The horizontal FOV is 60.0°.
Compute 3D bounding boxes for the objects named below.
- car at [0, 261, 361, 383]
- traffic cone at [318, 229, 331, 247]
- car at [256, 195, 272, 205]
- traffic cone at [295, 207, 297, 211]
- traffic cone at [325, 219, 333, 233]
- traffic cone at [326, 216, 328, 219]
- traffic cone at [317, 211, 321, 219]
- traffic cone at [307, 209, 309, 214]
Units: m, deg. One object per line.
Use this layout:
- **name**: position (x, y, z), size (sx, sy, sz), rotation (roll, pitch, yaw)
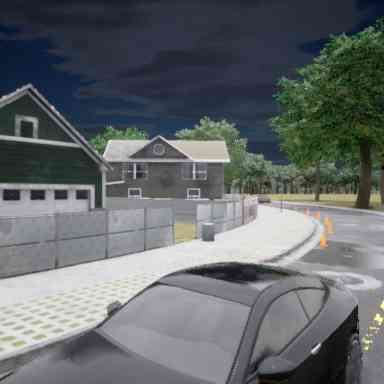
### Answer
- **car**: position (0.243, 1.525, 3.239), size (1.812, 1.442, 4.674), rotation (0, 0, 41)
- **traffic cone**: position (5.427, 1.934, 13.763), size (0.340, 0.580, 0.340), rotation (0, 0, 28)
- **car**: position (11.520, 1.271, 54.783), size (1.837, 1.490, 4.892), rotation (0, 0, -8)
- **traffic cone**: position (11.444, 1.819, 36.593), size (0.340, 0.580, 0.340), rotation (0, 0, 1)
- **traffic cone**: position (7.486, 1.918, 18.060), size (0.340, 0.580, 0.340), rotation (0, 0, 23)
- **traffic cone**: position (9.130, 1.897, 22.531), size (0.340, 0.580, 0.340), rotation (0, 0, 17)
- **traffic cone**: position (10.344, 1.873, 27.137), size (0.340, 0.580, 0.340), rotation (0, 0, 12)
- **traffic cone**: position (11.118, 1.846, 31.839), size (0.340, 0.580, 0.340), rotation (0, 0, 7)
